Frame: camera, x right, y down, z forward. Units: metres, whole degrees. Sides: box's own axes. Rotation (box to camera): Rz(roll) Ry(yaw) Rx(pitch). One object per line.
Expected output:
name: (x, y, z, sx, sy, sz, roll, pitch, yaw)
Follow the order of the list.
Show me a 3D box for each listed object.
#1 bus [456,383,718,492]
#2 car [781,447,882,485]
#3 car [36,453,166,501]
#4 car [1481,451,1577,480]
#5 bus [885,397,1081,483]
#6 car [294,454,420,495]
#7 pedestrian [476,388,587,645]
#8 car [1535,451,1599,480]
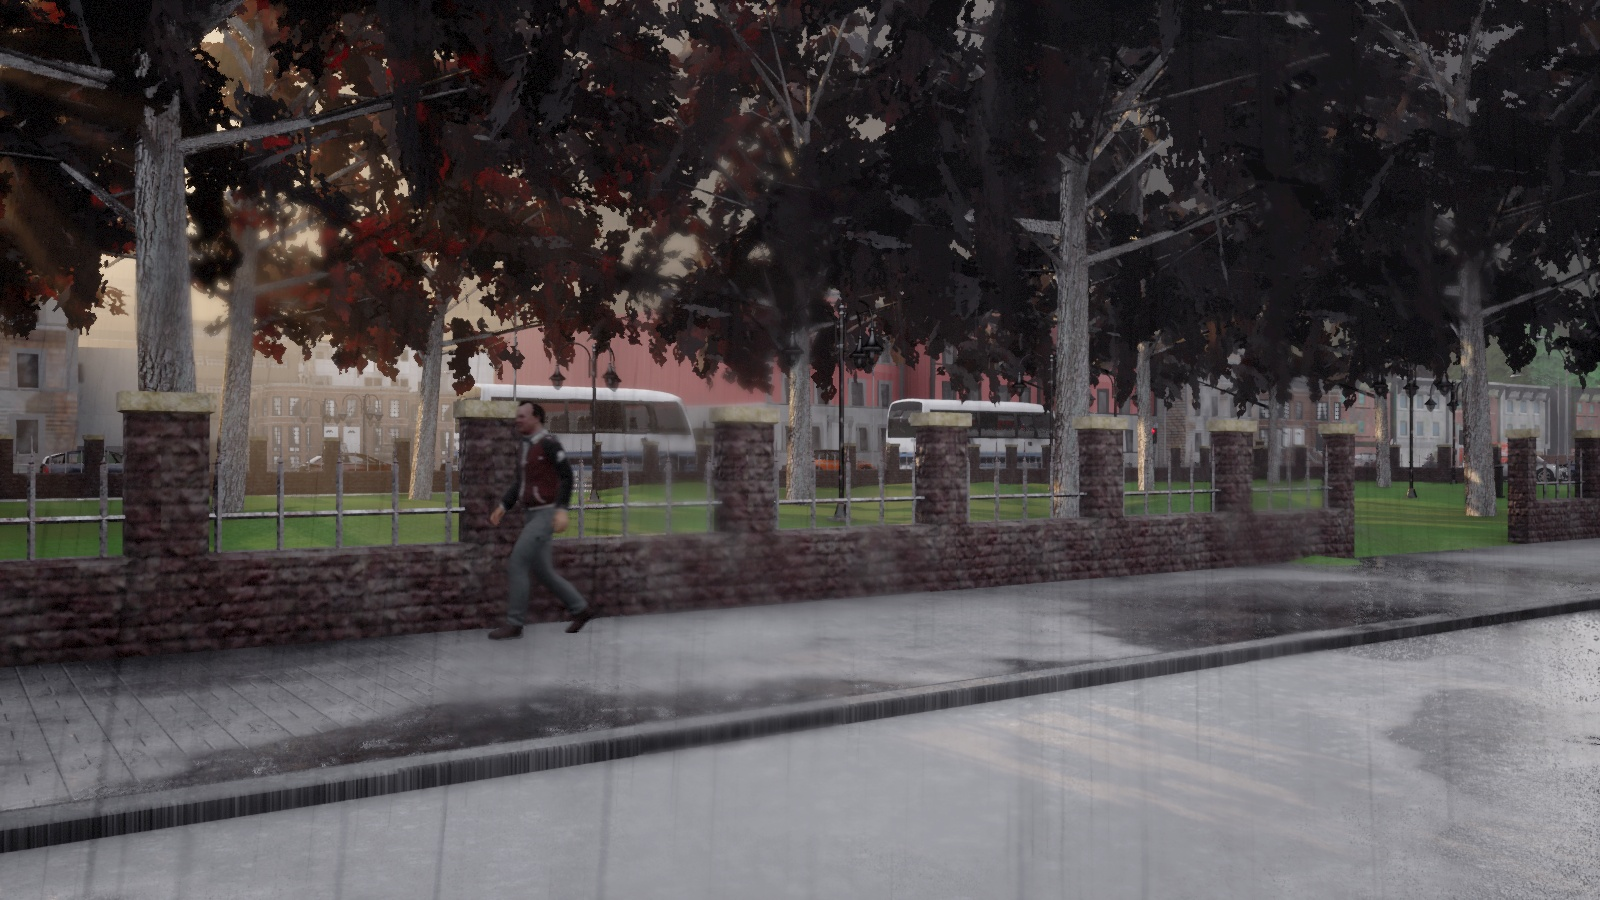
bus: (-8.897, -0.482, 53.337, 10.273, 4.253, 3.944, 0, 0, -35)
car: (1.542, 0.748, 60.656, 4.553, 1.767, 2.097, 0, 0, -35)
car: (-23.848, 0.879, 42.861, 3.705, 1.549, 1.789, 0, 0, -35)
car: (37.564, 0.789, 64.729, 1.970, 1.475, 3.806, 0, 0, -37)
bus: (9.780, -0.490, 66.470, 10.273, 4.253, 3.944, 0, 0, -34)
car: (-16.821, 0.911, 47.789, 4.193, 1.474, 1.816, 0, 0, -35)
pedestrian: (-2.010, 0.482, 9.410, 0.720, 1.854, 0.376, 0, 0, -35)
car: (41.646, 0.818, 65.962, 2.163, 1.488, 4.792, 0, 0, -35)
